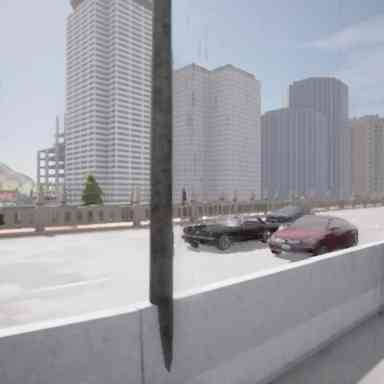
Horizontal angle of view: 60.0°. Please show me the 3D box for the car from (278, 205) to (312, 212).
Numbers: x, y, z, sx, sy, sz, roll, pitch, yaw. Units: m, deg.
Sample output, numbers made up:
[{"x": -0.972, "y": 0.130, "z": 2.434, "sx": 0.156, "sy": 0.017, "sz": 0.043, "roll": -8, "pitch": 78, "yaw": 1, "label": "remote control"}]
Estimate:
[{"x": 7.855, "y": 1.721, "z": 25.732, "sx": 2.033, "sy": 1.411, "sz": 5.357, "roll": 0, "pitch": 0, "yaw": 44, "label": "car"}]

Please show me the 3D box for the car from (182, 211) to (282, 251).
[{"x": 1.829, "y": 1.698, "z": 14.795, "sx": 4.718, "sy": 1.301, "sz": 1.895, "roll": 0, "pitch": 0, "yaw": -42, "label": "car"}]

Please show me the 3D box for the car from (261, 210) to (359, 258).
[{"x": 4.881, "y": 1.615, "z": 12.875, "sx": 4.674, "sy": 1.442, "sz": 1.812, "roll": 0, "pitch": 0, "yaw": -43, "label": "car"}]
